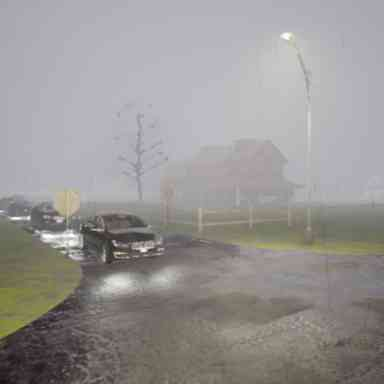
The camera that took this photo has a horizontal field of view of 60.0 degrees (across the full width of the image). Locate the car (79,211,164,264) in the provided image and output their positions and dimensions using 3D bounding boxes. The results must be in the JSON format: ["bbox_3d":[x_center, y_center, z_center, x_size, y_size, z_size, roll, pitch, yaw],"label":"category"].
[{"bbox_3d":[-2.702,1.484,11.984,1.837,1.490,4.892,0,0,-32],"label":"car"}]

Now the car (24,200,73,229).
[{"bbox_3d":[-9.178,1.438,21.585,2.128,1.511,4.902,0,0,-35],"label":"car"}]

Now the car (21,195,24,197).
[{"bbox_3d":[-28.513,1.209,54.314,2.097,1.767,4.553,0,0,-35],"label":"car"}]

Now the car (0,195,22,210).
[{"bbox_3d":[-22.289,1.418,40.372,1.812,1.442,4.674,0,0,-34],"label":"car"}]

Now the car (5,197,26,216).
[{"bbox_3d":[-15.931,1.482,31.234,1.994,1.385,4.181,0,0,-35],"label":"car"}]
